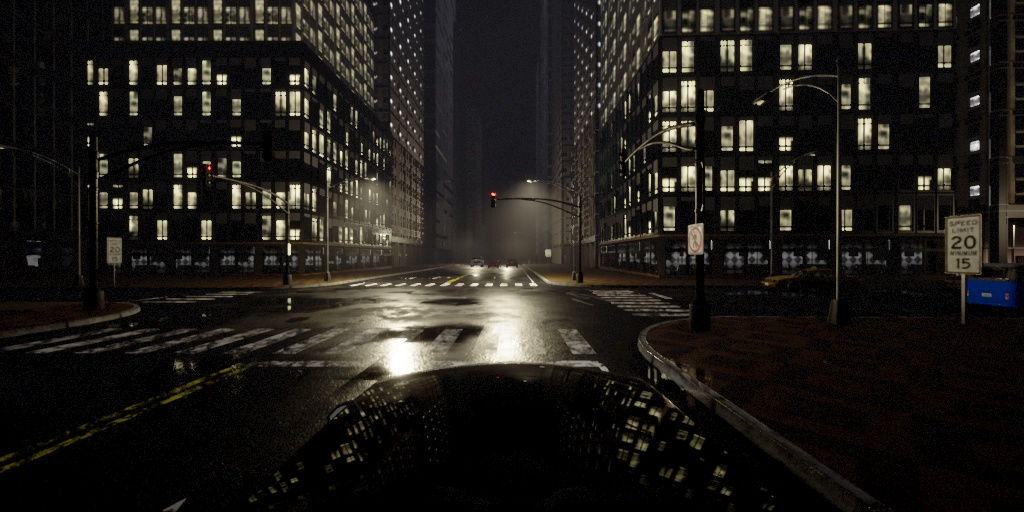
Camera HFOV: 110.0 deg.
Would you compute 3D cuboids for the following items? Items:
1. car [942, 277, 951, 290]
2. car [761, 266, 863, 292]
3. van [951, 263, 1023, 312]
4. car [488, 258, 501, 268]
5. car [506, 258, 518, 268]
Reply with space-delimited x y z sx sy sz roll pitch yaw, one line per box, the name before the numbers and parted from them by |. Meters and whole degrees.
car | 26.923 1.355 20.089 4.207 1.307 1.802 0 0 2
car | 17.089 1.292 20.575 4.829 1.417 1.751 0 0 2
van | 18.359 1.118 12.403 3.998 1.789 1.690 0 0 2
car | -3.245 1.457 63.190 1.895 1.301 4.718 0 0 0
car | 0.005 1.209 63.547 2.097 1.767 4.553 0 0 0
